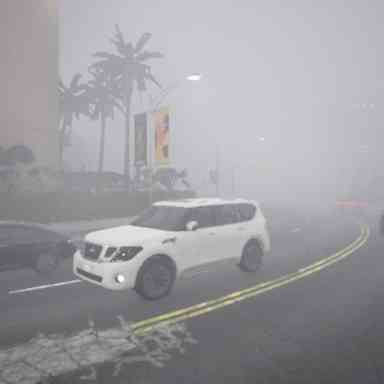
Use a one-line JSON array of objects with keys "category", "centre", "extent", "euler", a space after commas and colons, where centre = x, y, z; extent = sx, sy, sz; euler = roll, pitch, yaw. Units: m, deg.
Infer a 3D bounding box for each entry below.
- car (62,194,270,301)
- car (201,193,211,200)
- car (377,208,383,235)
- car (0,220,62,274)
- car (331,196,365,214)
[{"category": "car", "centre": [-0.157, 1.204, 8.768], "extent": [5.566, 2.045, 2.150], "euler": [0, 1, -43]}, {"category": "car", "centre": [3.811, 1.156, 90.321], "extent": [2.185, 1.767, 4.553], "euler": [0, 0, -3]}, {"category": "car", "centre": [11.169, 1.405, 17.932], "extent": [1.882, 1.535, 5.008], "euler": [0, 0, 29]}, {"category": "car", "centre": [-5.500, 1.526, 8.909], "extent": [4.674, 1.442, 1.812], "euler": [0, 0, -39]}, {"category": "car", "centre": [15.831, 1.230, 34.093], "extent": [2.097, 1.767, 4.553], "euler": [0, 0, 7]}]
